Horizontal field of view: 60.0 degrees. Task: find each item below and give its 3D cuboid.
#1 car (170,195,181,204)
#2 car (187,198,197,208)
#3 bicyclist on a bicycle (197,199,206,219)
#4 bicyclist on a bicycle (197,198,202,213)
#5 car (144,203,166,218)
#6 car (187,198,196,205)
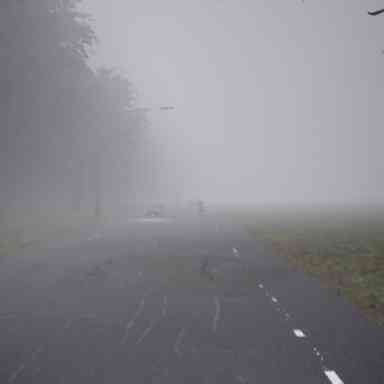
[{"bbox_3d":[-3.584,1.628,74.390,2.150,2.045,5.566,0,0,0],"label":"car"},{"bbox_3d":[0.016,1.964,57.438,2.033,1.411,5.357,0,0,0],"label":"car"},{"bbox_3d":[0.926,1.702,30.634,0.866,1.612,1.509,0,-1,0],"label":"bicyclist on a bicycle"},{"bbox_3d":[0.915,1.708,41.704,0.659,1.776,1.843,0,0,0],"label":"bicyclist on a bicycle"},{"bbox_3d":[-3.637,1.834,33.696,2.033,1.411,5.357,0,0,0],"label":"car"},{"bbox_3d":[-0.084,2.012,74.358,1.812,1.442,4.674,0,0,0],"label":"car"}]
